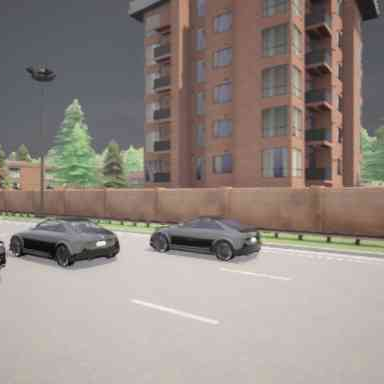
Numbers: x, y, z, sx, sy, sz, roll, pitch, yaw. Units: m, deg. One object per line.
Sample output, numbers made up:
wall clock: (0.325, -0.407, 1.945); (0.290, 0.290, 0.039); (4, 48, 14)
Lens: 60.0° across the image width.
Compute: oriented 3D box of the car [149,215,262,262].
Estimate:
car: (0.428, 1.565, 12.284); (4.181, 1.385, 1.994); (0, 0, 36)

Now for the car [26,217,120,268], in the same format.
car: (-4.442, 1.567, 11.462); (4.181, 1.385, 1.994); (0, 0, 36)

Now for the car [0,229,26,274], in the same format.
car: (-6.823, 1.495, 8.861); (4.902, 1.511, 2.128); (0, 0, 36)
